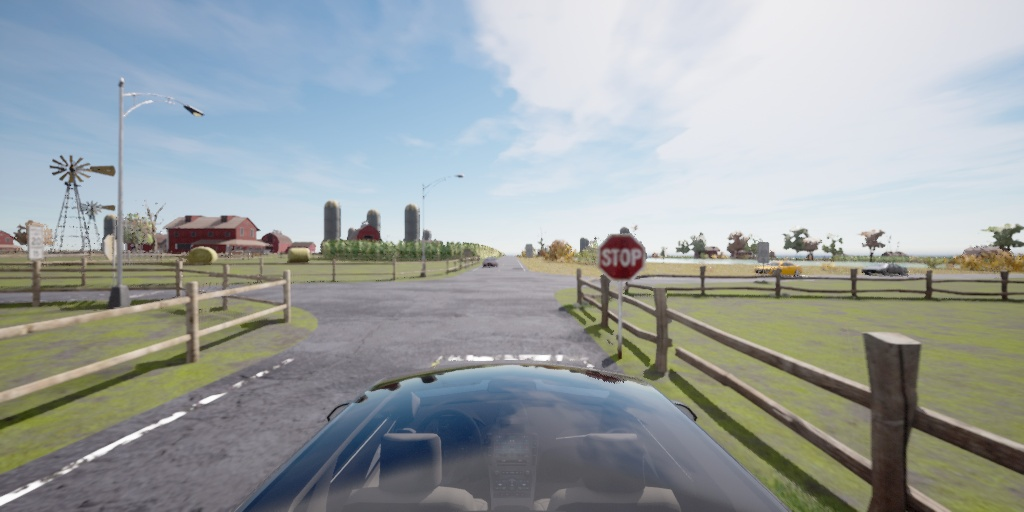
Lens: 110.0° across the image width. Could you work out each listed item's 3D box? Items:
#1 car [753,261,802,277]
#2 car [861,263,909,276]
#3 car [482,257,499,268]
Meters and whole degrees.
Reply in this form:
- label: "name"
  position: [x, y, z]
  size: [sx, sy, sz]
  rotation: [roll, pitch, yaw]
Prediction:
- label: "car"
  position: [25.896, 1.258, 35.002]
  size: [5.008, 1.535, 1.882]
  rotation: [1, 0, -20]
- label: "car"
  position: [42.214, 1.522, 40.588]
  size: [5.357, 1.411, 2.033]
  rotation: [1, 0, -18]
- label: "car"
  position: [-2.743, 0.807, 46.267]
  size: [1.994, 1.385, 4.181]
  rotation: [0, 1, 0]
